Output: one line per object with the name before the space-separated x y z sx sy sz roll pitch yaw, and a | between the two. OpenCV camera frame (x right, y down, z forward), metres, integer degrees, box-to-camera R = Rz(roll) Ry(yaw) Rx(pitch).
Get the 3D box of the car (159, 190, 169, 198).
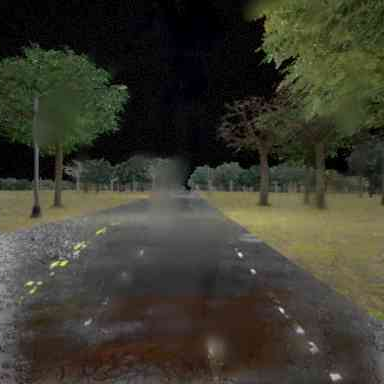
car | -7.367 0.528 88.167 2.150 2.045 5.566 0 1 -1
